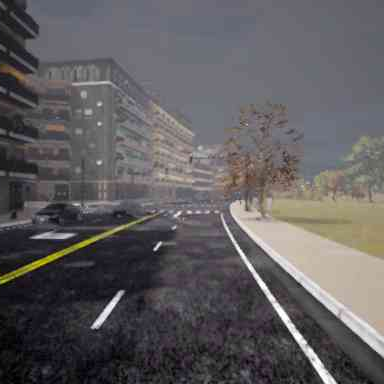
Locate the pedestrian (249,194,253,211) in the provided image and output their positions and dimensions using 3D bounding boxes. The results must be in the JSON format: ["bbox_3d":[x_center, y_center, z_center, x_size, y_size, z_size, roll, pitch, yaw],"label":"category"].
[{"bbox_3d":[6.343,1.148,36.048,0.375,1.860,0.375,0,0,5],"label":"pedestrian"}]

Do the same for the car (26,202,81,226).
[{"bbox_3d":[-9.180,1.473,22.990,1.812,1.442,4.674,0,0,3],"label":"car"}]

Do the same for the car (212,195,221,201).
[{"bbox_3d":[6.746,1.722,91.184,2.128,1.511,4.902,0,0,13],"label":"car"}]

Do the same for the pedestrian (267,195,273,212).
[{"bbox_3d":[8.285,1.198,35.282,0.375,1.860,0.375,0,0,5],"label":"pedestrian"}]

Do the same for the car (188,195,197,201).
[{"bbox_3d":[0.231,1.692,91.819,1.837,1.490,4.892,0,0,12],"label":"car"}]

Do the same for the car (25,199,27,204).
[{"bbox_3d":[-22.899,1.039,41.573,4.403,1.369,2.008,1,-2,-14],"label":"car"}]

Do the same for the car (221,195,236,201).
[{"bbox_3d":[9.837,1.740,90.105,2.033,1.411,5.357,0,0,13],"label":"car"}]

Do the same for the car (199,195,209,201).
[{"bbox_3d":[3.401,1.557,91.104,2.097,1.767,4.553,0,0,12],"label":"car"}]

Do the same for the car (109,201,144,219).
[{"bbox_3d":[-5.540,1.508,28.960,2.033,1.411,5.357,0,0,4],"label":"car"}]

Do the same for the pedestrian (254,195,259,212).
[{"bbox_3d":[6.832,1.148,34.802,0.375,1.860,0.375,0,0,5],"label":"pedestrian"}]
